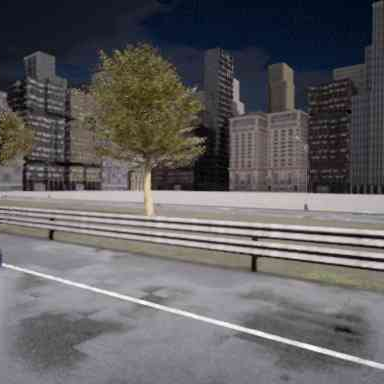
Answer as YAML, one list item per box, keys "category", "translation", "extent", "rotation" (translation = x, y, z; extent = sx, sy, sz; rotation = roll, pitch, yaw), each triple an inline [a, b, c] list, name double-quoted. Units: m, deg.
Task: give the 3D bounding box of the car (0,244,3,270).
- category: "car"
  translation: [-6.788, 1.482, 8.834]
  extent: [4.674, 1.442, 1.812]
  rotation: [0, 0, 36]
